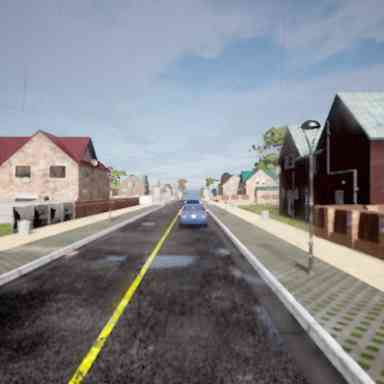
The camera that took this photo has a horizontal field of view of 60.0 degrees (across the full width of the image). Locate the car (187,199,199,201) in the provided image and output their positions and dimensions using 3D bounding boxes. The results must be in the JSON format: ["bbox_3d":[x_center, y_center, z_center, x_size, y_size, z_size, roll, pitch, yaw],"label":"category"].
[{"bbox_3d":[0.110,1.524,38.806,1.882,1.535,5.008,0,0,0],"label":"car"}]

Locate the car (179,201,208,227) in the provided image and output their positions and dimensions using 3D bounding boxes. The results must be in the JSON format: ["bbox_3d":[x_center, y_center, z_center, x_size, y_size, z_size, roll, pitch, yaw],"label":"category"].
[{"bbox_3d":[0.106,1.541,22.681,2.033,1.411,5.357,0,0,0],"label":"car"}]
